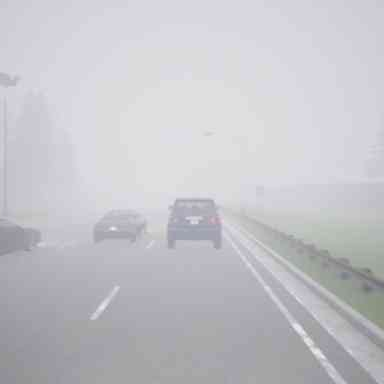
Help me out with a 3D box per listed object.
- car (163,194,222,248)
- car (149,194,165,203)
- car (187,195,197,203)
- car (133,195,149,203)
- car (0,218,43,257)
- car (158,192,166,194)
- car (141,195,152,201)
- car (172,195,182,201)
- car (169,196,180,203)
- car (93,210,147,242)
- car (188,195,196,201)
[{"bbox_3d":[0.095,1.214,14.959,2.150,2.045,5.566,0,0,0],"label":"car"},{"bbox_3d":[-7.007,1.559,67.658,1.895,1.301,4.718,0,0,0],"label":"car"},{"bbox_3d":[-0.007,1.458,67.213,1.837,1.490,4.892,0,0,0],"label":"car"},{"bbox_3d":[-10.507,1.509,66.378,2.033,1.411,5.357,0,0,0],"label":"car"},{"bbox_3d":[-6.913,1.541,10.870,2.033,1.411,5.357,0,0,0],"label":"car"},{"bbox_3d":[-7.008,1.095,77.666,2.150,2.045,5.566,0,0,0],"label":"car"},{"bbox_3d":[-10.508,1.441,76.832,1.895,1.301,4.718,0,0,0],"label":"car"},{"bbox_3d":[-3.508,1.386,76.803,2.033,1.411,5.357,0,0,0],"label":"car"},{"bbox_3d":[-3.507,1.524,66.795,1.994,1.385,4.181,0,0,0],"label":"car"},{"bbox_3d":[-3.406,1.555,16.396,1.994,1.385,4.181,0,0,0],"label":"car"},{"bbox_3d":[-0.008,1.399,76.804,1.994,1.385,4.181,0,0,0],"label":"car"}]
